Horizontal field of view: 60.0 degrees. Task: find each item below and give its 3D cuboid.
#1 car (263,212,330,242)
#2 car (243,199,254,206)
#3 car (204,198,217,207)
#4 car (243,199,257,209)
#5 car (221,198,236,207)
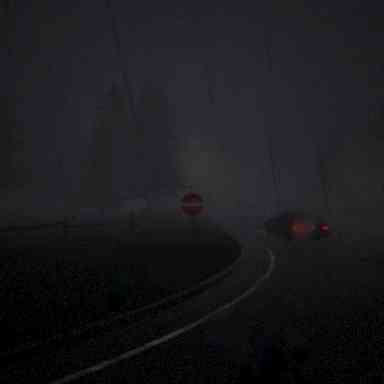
[{"bbox_3d":[5.453,1.802,18.112,2.033,1.411,5.357,-1,-1,-5],"label":"car"},{"bbox_3d":[14.863,2.708,88.258,2.097,1.767,4.553,-1,-1,-1],"label":"car"},{"bbox_3d":[4.439,2.567,80.271,2.150,2.045,5.566,-1,-1,-1],"label":"car"},{"bbox_3d":[11.588,2.519,65.180,1.812,1.442,4.674,-1,-1,-1],"label":"car"},{"bbox_3d":[7.979,2.452,76.137,2.150,2.045,5.566,-1,-1,-1],"label":"car"}]
